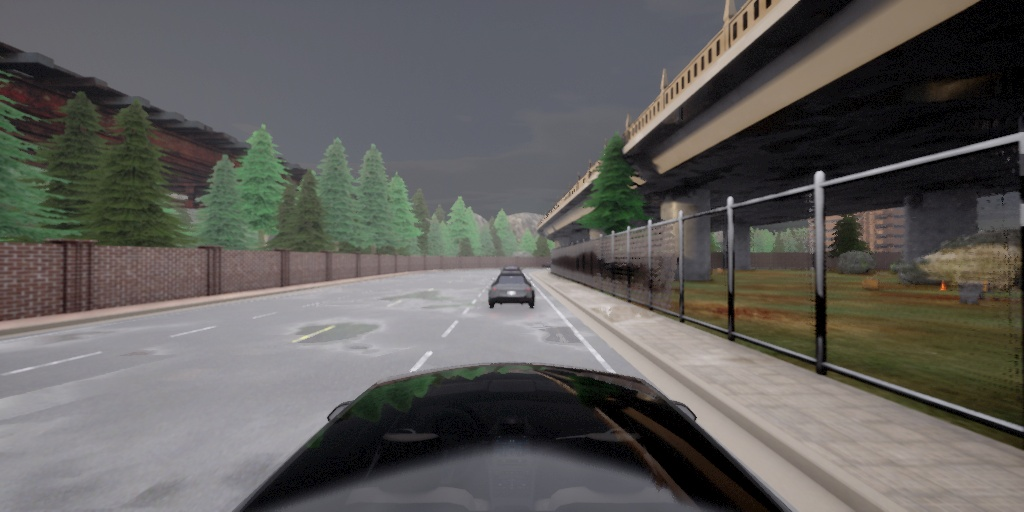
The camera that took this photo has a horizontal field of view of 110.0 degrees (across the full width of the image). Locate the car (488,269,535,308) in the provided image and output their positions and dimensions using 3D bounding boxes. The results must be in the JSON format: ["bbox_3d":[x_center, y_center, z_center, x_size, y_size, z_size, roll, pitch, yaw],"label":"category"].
[{"bbox_3d":[-0.013,1.447,16.152,1.994,1.385,4.181,0,0,0],"label":"car"}]

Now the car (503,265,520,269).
[{"bbox_3d":[-0.042,1.513,31.157,2.128,1.511,4.902,0,0,0],"label":"car"}]
